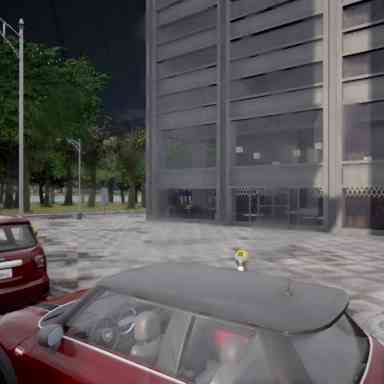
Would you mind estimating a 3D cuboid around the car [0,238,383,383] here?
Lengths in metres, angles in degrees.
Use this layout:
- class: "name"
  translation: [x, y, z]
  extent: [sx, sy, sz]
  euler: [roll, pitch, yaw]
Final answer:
- class: "car"
  translation: [-0.346, 1.441, 3.209]
  extent: [4.097, 1.590, 1.967]
  euler: [0, 0, 35]

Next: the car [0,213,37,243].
- class: "car"
  translation: [-4.775, 1.318, 6.365]
  extent: [5.009, 1.841, 2.192]
  euler: [0, 0, 35]
